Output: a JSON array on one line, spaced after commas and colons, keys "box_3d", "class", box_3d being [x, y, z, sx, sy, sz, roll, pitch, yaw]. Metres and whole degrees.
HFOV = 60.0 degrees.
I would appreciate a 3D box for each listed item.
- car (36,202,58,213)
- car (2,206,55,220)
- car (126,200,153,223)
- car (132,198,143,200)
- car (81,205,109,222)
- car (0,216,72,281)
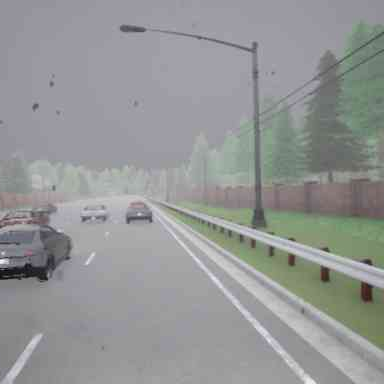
[{"box_3d": [-16.861, 1.870, 38.193, 1.994, 1.385, 4.181, -1, 0, -10], "class": "car"}, {"box_3d": [-10.322, 1.795, 20.734, 1.895, 1.301, 4.718, -1, 0, -10], "class": "car"}, {"box_3d": [-4.174, 1.594, 26.269, 1.994, 1.385, 4.181, -1, 0, -10], "class": "car"}, {"box_3d": [-6.912, 1.531, 42.250, 1.882, 1.535, 5.008, -1, 0, -10], "class": "car"}, {"box_3d": [-7.990, 1.719, 27.852, 1.895, 1.301, 4.718, -1, 0, -10], "class": "car"}, {"box_3d": [-4.934, 1.656, 10.000, 1.994, 1.385, 4.181, -1, 0, -10], "class": "car"}]
